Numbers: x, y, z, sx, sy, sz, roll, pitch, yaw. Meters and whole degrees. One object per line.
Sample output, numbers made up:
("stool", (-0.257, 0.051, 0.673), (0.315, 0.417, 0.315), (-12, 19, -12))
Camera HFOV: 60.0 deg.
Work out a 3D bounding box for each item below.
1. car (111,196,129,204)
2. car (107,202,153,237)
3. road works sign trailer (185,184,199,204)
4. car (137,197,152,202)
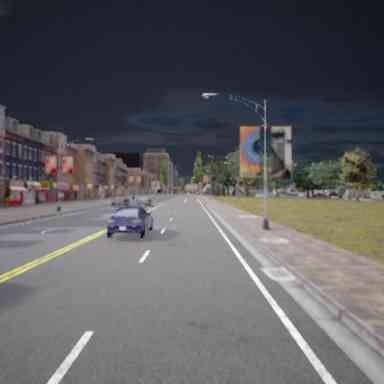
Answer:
("car", (-9.840, 1.358, 45.847), (1.837, 1.490, 4.892), (0, 0, 0))
("car", (-3.153, 1.473, 17.413), (1.812, 1.442, 4.674), (0, 0, 0))
("road works sign trailer", (-0.010, 0.277, 57.542), (2.380, 3.560, 2.880), (0, 0, 0))
("car", (-6.591, 1.377, 46.276), (1.812, 1.442, 4.674), (0, 0, 0))
